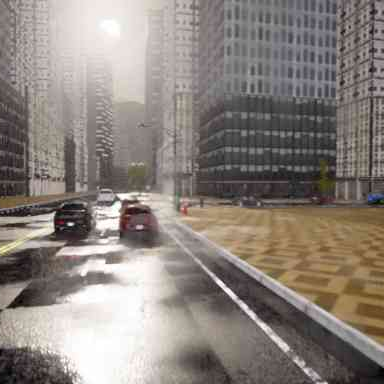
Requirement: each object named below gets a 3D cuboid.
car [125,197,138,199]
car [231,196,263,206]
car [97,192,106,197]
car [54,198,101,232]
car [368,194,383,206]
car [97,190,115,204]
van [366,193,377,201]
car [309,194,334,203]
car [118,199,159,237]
[{"bbox_3d":[-5.988,1.172,32.821,1.994,1.385,4.181,0,1,-11],"label":"car"},{"bbox_3d":[7.585,1.278,45.581,4.403,1.369,2.008,0,1,-12],"label":"car"},{"bbox_3d":[-23.706,0.562,86.954,1.895,1.301,4.718,0,1,-11],"label":"car"},{"bbox_3d":[-6.381,1.283,18.548,1.837,1.490,4.892,0,1,-11],"label":"car"},{"bbox_3d":[29.615,1.449,50.481,4.313,1.339,1.947,0,1,-12],"label":"car"},{"bbox_3d":[-12.403,0.653,48.212,2.150,2.045,5.566,0,2,-12],"label":"car"},{"bbox_3d":[33.368,1.030,59.861,3.998,1.788,1.690,0,1,-12],"label":"van"},{"bbox_3d":[22.340,1.050,57.476,4.097,1.590,1.967,0,1,-12],"label":"car"},{"bbox_3d":[-2.733,1.323,16.792,1.812,1.442,4.674,0,1,-11],"label":"car"}]
